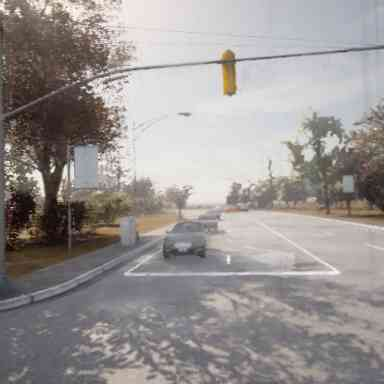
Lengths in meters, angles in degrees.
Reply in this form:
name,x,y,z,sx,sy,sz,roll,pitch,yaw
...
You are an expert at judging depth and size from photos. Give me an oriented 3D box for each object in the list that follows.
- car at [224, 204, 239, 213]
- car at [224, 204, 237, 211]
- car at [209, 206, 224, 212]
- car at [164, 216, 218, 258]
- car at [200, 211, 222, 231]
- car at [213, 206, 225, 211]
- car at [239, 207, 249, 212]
name,x,y,z,sx,sy,sz,roll,pitch,yaw
car,9.128,4.095,81.365,2.097,1.767,4.553,-1,-2,-10
car,10.761,4.285,92.254,2.097,1.767,4.553,-1,-2,-14
car,3.100,3.219,46.571,1.882,1.535,5.008,-2,-2,4
car,-0.086,2.166,15.887,2.128,1.511,4.902,-2,-2,7
car,1.293,2.616,27.806,1.837,1.490,4.892,-2,-2,6
car,7.354,4.527,91.463,1.812,1.442,4.674,-1,-2,-14
car,12.558,4.268,82.156,1.895,1.301,4.718,-1,-2,-10
